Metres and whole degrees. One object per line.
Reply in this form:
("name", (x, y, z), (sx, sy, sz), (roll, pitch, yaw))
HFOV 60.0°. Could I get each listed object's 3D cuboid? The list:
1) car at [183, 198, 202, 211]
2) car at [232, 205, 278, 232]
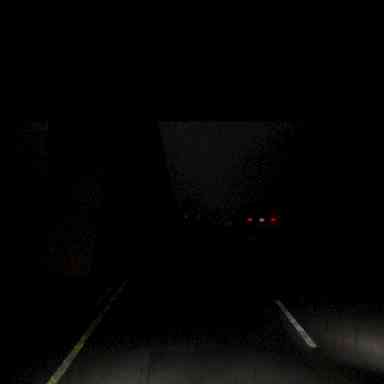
("car", (0.047, 1.401, 39.450), (1.812, 1.442, 4.674), (0, 0, 0))
("car", (3.573, 1.485, 19.553), (2.033, 1.411, 5.357), (0, 0, 0))
